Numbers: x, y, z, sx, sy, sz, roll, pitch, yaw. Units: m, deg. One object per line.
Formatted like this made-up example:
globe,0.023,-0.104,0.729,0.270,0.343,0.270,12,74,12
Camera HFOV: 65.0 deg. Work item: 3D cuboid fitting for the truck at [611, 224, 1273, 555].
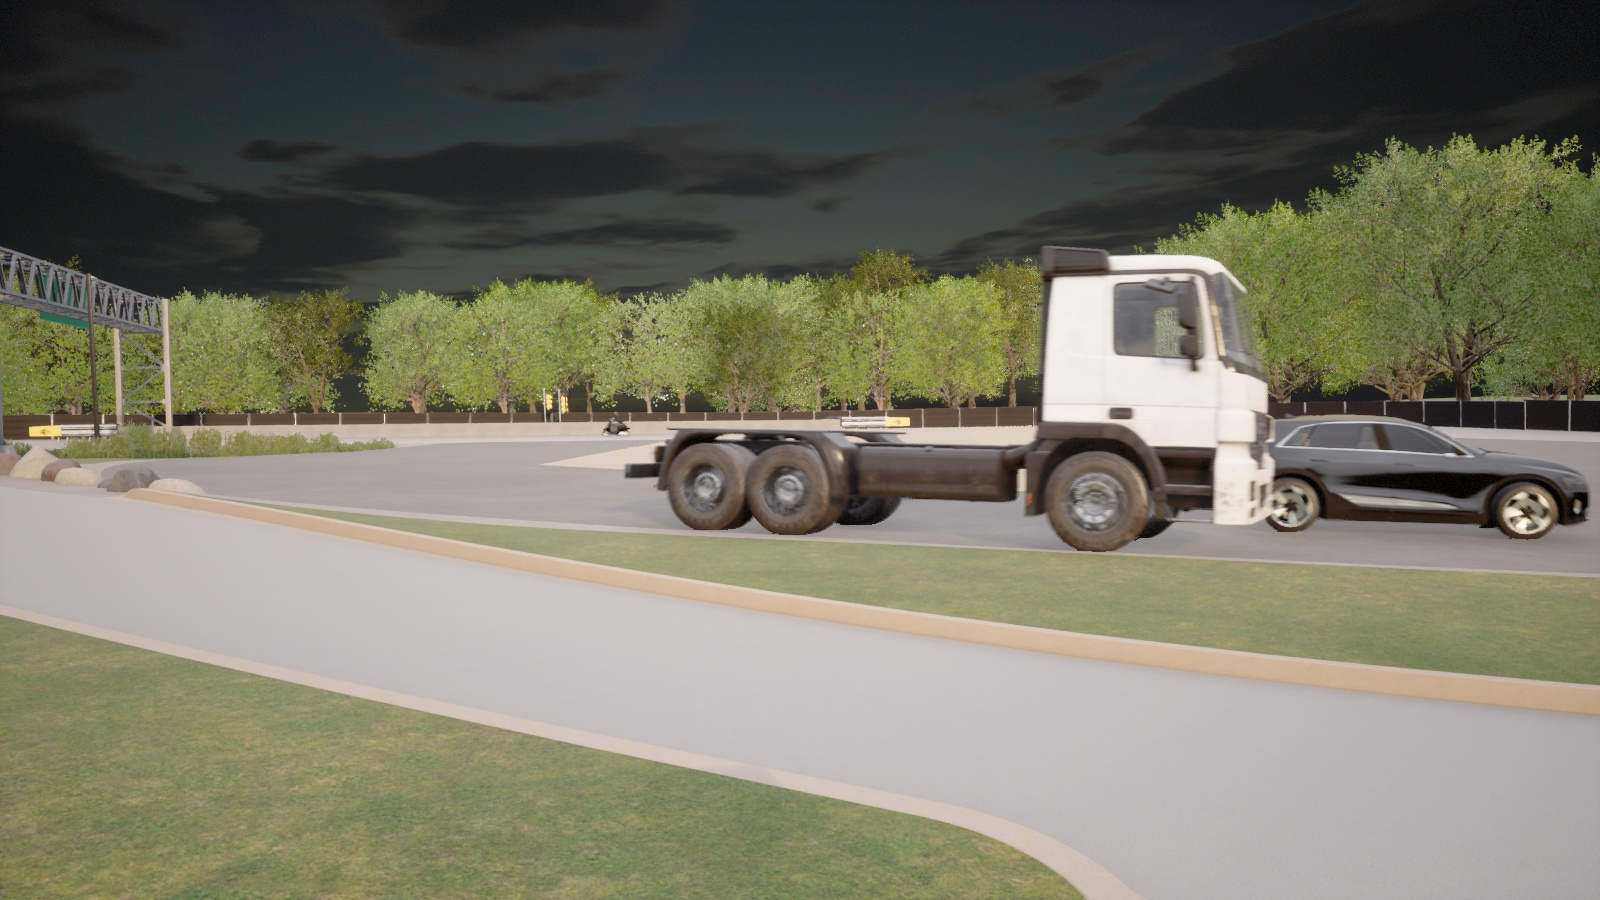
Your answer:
truck,1.716,-0.666,16.141,7.936,3.462,2.891,0,1,25

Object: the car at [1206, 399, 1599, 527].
car,8.336,0.139,17.760,4.856,1.649,2.033,0,2,15

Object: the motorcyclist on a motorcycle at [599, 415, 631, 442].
motorcyclist on a motorcycle,-11.557,-1.347,78.368,1.817,1.590,0.866,-3,2,-20
